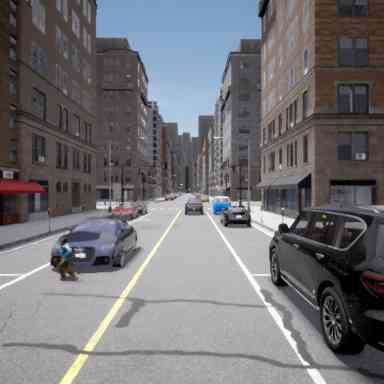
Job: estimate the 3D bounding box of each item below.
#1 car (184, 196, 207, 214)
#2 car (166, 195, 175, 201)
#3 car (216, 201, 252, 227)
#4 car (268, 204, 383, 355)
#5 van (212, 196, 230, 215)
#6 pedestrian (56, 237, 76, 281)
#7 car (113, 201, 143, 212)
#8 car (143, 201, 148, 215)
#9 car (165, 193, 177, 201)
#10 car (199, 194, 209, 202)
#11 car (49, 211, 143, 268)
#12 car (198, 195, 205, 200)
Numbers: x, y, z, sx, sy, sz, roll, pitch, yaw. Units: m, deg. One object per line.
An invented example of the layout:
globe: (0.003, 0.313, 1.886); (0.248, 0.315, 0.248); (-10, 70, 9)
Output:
car: (0.216, 1.494, 35.029); (2.128, 1.511, 4.902); (0, 0, 0)
car: (-5.784, 1.546, 89.318); (2.008, 1.369, 4.403); (0, 0, -1)
car: (2.935, 1.567, 22.739); (1.947, 1.339, 4.313); (0, 0, 0)
car: (3.021, 1.223, 6.213); (2.150, 2.045, 5.566); (0, 0, 0)
van: (2.973, 1.343, 33.637); (1.690, 1.788, 3.998); (0, 0, 0)
pedestrian: (-3.148, 1.674, 8.398); (0.500, 1.100, 0.500); (0, 0, -10)
car: (-5.570, 1.583, 28.206); (1.802, 1.307, 4.206); (0, 0, 0)
car: (-5.551, 1.568, 33.658); (1.947, 1.339, 4.313); (0, 0, 0)
car: (-5.729, 1.313, 83.792); (2.192, 1.841, 5.009); (0, 0, -1)
car: (2.907, 1.527, 72.996); (1.752, 1.417, 4.829); (0, 0, -1)
car: (-3.058, 1.561, 11.156); (1.994, 1.385, 4.181); (0, 0, 1)
car: (2.685, 1.536, 94.930); (1.887, 1.381, 4.507); (0, 0, -1)
